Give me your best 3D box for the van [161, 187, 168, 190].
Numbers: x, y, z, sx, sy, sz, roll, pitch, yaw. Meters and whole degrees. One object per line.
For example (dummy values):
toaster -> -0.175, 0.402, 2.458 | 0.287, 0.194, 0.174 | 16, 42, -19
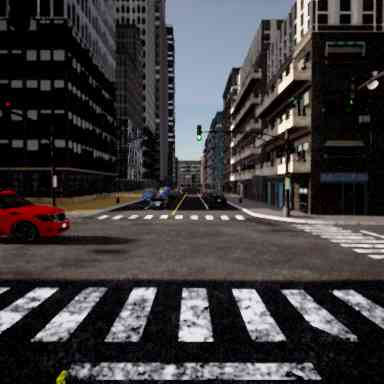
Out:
van -> -5.655, -0.039, 67.847 | 1.690, 1.788, 3.998 | 0, 1, 0

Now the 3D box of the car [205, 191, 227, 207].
car -> 2.708, 0.843, 35.270 | 1.947, 1.339, 4.313 | 0, 1, 0

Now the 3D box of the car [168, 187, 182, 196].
car -> -2.964, -0.172, 65.513 | 2.097, 1.767, 4.553 | 0, 1, 0

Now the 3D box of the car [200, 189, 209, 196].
car -> 2.729, 0.051, 73.499 | 1.887, 1.381, 4.507 | 0, 1, 0

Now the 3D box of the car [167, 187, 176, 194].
car -> -5.642, -0.518, 90.460 | 2.192, 1.841, 5.009 | 0, 1, 0

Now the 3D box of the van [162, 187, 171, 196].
van -> -5.652, -0.152, 73.500 | 1.690, 1.788, 3.998 | 0, 1, 0

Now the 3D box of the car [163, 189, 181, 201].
car -> -3.047, 0.594, 49.302 | 1.895, 1.301, 4.718 | 0, 1, 0

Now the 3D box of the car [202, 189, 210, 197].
car -> 2.713, 0.621, 45.235 | 1.887, 1.381, 4.507 | 0, 1, 0

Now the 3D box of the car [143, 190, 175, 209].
car -> -3.076, 0.828, 32.363 | 2.128, 1.511, 4.902 | 0, 1, 0

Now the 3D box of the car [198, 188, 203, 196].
car -> 2.723, 0.284, 62.194 | 2.008, 1.369, 4.403 | 0, 1, 0

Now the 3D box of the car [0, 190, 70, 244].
car -> -7.808, 0.920, 13.105 | 5.566, 2.045, 2.150 | 1, 1, -1

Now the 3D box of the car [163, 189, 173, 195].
car -> -5.648, -0.056, 79.158 | 2.008, 1.369, 4.403 | 0, 1, 0

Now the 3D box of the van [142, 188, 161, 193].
van -> -5.668, 0.417, 45.234 | 1.690, 1.788, 3.998 | 0, 1, 0
